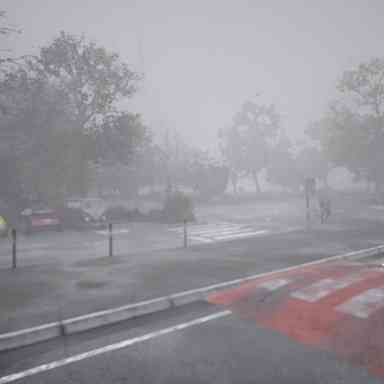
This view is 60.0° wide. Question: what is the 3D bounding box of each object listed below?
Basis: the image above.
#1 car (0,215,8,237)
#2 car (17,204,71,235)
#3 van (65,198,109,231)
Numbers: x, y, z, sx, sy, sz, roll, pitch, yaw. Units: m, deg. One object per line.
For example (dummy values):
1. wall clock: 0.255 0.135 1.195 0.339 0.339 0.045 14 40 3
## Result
1. car: -11.414 1.611 18.358 1.946 1.575 5.366 0 0 -35
2. car: -9.269 1.625 20.136 2.163 1.488 4.792 0 0 -35
3. van: -6.921 1.352 21.616 1.878 1.987 4.442 0 0 -35
